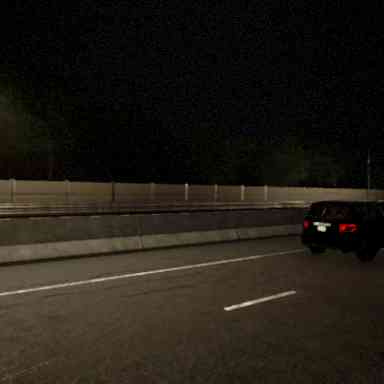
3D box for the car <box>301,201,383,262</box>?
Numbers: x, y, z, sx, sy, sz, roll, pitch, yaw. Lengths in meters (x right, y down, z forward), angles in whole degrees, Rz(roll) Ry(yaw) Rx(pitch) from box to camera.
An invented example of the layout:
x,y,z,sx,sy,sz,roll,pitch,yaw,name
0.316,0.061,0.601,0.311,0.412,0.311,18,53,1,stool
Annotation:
x,y,z,sx,sy,sz,roll,pitch,yaw,name
6.605,1.352,12.863,5.566,2.045,2.150,0,0,-35,car
